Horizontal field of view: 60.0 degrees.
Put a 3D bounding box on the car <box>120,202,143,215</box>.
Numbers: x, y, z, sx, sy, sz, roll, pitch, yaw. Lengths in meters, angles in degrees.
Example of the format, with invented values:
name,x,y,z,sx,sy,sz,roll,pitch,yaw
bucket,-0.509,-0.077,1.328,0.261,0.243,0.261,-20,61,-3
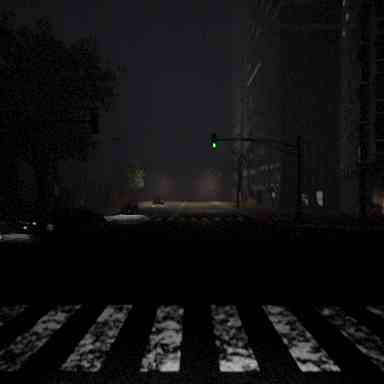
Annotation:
name,x,y,z,sx,sy,sz,roll,pitch,yaw
car,-6.619,1.814,36.865,1.994,1.385,4.181,0,0,0

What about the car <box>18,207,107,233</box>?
name,x,y,z,sx,sy,sz,roll,pitch,yaw
car,-7.873,1.647,20.899,2.033,1.411,5.357,1,0,34

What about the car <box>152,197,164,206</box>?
name,x,y,z,sx,sy,sz,roll,pitch,yaw
car,-6.713,1.753,65.787,2.097,1.767,4.553,0,-1,0
